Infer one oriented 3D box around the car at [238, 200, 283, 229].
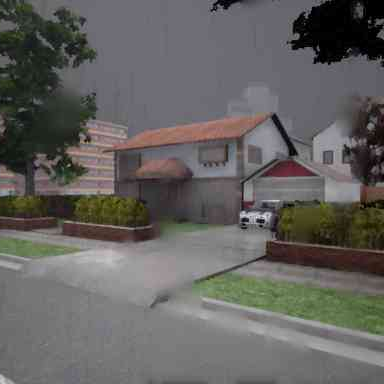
[{"bbox_3d":[4.004,1.168,17.454,1.970,1.475,3.806,0,0,36],"label":"car"}]
